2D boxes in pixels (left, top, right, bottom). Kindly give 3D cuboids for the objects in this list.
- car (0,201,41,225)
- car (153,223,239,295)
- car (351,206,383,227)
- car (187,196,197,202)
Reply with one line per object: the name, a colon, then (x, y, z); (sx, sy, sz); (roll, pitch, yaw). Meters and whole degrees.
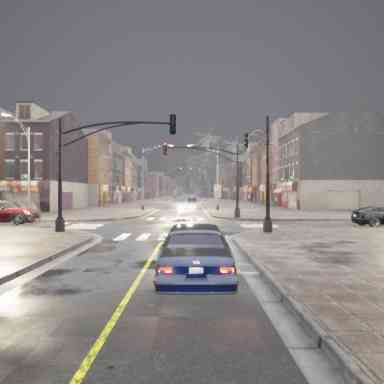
car: (-13.235, 1.395, 23.607); (4.553, 1.767, 2.097); (0, 0, -1)
car: (0.080, 1.549, 8.885); (2.033, 1.411, 5.357); (0, 0, 0)
car: (12.351, 1.522, 21.002); (4.313, 1.339, 1.947); (0, 0, 0)
car: (0.002, 1.548, 75.819); (1.882, 1.535, 5.008); (0, 0, 0)
